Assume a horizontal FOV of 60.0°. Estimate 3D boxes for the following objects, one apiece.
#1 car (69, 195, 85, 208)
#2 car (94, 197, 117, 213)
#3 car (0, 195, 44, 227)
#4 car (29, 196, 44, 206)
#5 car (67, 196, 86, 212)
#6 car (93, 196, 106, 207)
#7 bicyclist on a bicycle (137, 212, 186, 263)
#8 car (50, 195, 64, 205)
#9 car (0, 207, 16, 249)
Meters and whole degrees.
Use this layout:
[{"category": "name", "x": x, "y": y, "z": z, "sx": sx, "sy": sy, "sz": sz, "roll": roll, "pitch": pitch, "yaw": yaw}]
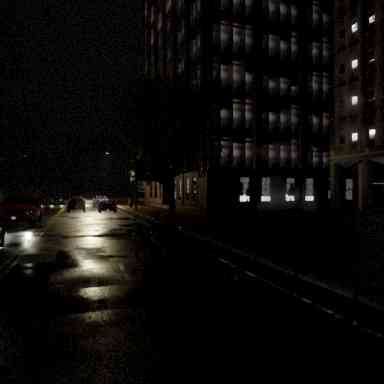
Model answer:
[{"category": "car", "x": -16.484, "y": 1.348, "z": 47.774, "sx": 2.097, "sy": 1.767, "sz": 4.553, "roll": 0, "pitch": 0, "yaw": -18}, {"category": "car", "x": -9.713, "y": 1.599, "z": 37.712, "sx": 1.895, "sy": 1.301, "sz": 4.718, "roll": 0, "pitch": 0, "yaw": -18}, {"category": "car", "x": -11.657, "y": 1.222, "z": 22.732, "sx": 2.150, "sy": 2.045, "sz": 5.566, "roll": 0, "pitch": 0, "yaw": -18}, {"category": "car", "x": -26.628, "y": 1.519, "z": 57.041, "sx": 1.812, "sy": 1.442, "sz": 4.674, "roll": 0, "pitch": 0, "yaw": -18}, {"category": "car", "x": -13.435, "y": 1.476, "z": 38.761, "sx": 1.882, "sy": 1.535, "sz": 5.008, "roll": 0, "pitch": 0, "yaw": -19}, {"category": "car", "x": -13.220, "y": 1.348, "z": 48.134, "sx": 2.097, "sy": 1.767, "sz": 4.553, "roll": 0, "pitch": 0, "yaw": -18}, {"category": "bicyclist on a bicycle", "x": -0.975, "y": 1.448, "z": 10.665, "sx": 1.656, "sy": 1.620, "sz": 0.582, "roll": -2, "pitch": 1, "yaw": -19}, {"category": "car", "x": -23.589, "y": 1.345, "z": 58.192, "sx": 2.097, "sy": 1.767, "sz": 4.553, "roll": 0, "pitch": 0, "yaw": -18}, {"category": "car", "x": -7.935, "y": 1.492, "z": 11.674, "sx": 2.128, "sy": 1.511, "sz": 4.902, "roll": 0, "pitch": 0, "yaw": -19}]
